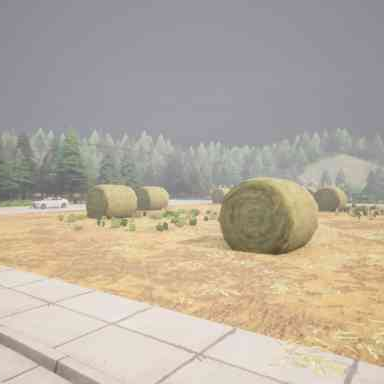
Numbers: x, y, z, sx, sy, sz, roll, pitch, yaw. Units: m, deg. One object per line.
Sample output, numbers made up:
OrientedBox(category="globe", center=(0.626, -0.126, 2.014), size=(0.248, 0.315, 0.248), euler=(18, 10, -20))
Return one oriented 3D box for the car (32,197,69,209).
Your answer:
OrientedBox(category="car", center=(-18.422, 1.404, 43.468), size=(1.812, 1.442, 4.674), euler=(0, 0, 36))
